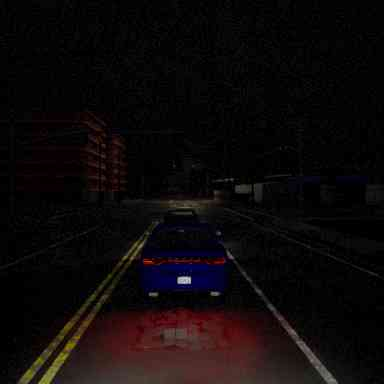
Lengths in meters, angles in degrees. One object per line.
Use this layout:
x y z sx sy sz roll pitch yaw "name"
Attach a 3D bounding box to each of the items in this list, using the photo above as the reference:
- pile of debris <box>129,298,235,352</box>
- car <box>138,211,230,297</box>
-0.175 2.175 5.638 1.500 0.140 1.860 0 0 -2 "pile of debris"
-0.216 1.478 8.609 1.882 1.535 5.008 0 0 -2 "car"
